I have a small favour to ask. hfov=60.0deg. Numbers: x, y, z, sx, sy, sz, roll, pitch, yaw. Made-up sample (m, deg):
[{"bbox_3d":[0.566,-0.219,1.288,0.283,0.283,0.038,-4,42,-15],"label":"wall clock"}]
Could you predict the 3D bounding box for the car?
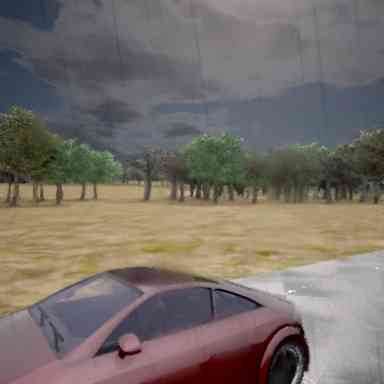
[{"bbox_3d":[-0.661,1.572,3.521,4.181,1.385,1.994,0,0,-36],"label":"car"}]
